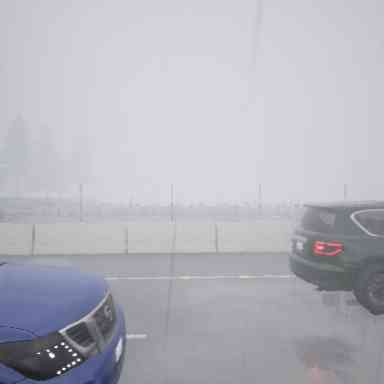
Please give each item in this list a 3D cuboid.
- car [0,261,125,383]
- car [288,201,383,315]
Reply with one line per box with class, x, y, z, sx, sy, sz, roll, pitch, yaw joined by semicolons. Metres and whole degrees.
car;-3.497;1.226;3.173;5.566;2.045;2.150;0;0;-3
car;4.936;1.224;7.152;5.566;2.045;2.150;0;0;-3
